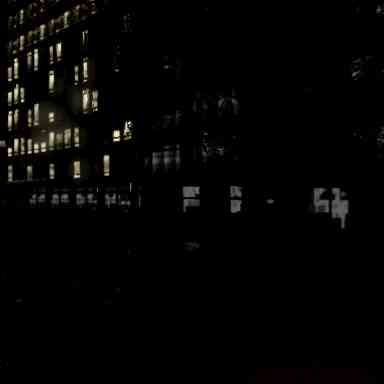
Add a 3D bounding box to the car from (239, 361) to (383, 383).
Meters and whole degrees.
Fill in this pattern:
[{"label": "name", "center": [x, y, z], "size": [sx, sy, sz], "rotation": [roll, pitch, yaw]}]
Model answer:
[{"label": "car", "center": [2.180, 1.524, 1.324], "size": [4.829, 1.417, 1.752], "rotation": [0, 0, 35]}]
